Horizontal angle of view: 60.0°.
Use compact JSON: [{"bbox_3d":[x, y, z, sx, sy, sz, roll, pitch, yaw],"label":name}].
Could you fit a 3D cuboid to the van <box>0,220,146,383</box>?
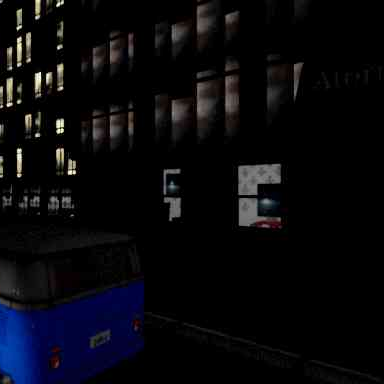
[{"bbox_3d":[-2.491,1.341,4.649,3.998,1.788,1.690,0,0,35],"label":"van"}]
